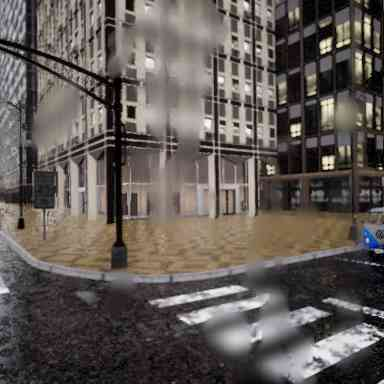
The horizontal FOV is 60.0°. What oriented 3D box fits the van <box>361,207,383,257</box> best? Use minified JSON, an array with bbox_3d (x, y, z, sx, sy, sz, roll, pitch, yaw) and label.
[{"bbox_3d":[7.846,1.415,12.147,3.998,1.788,1.690,0,-1,-35],"label":"van"}]
